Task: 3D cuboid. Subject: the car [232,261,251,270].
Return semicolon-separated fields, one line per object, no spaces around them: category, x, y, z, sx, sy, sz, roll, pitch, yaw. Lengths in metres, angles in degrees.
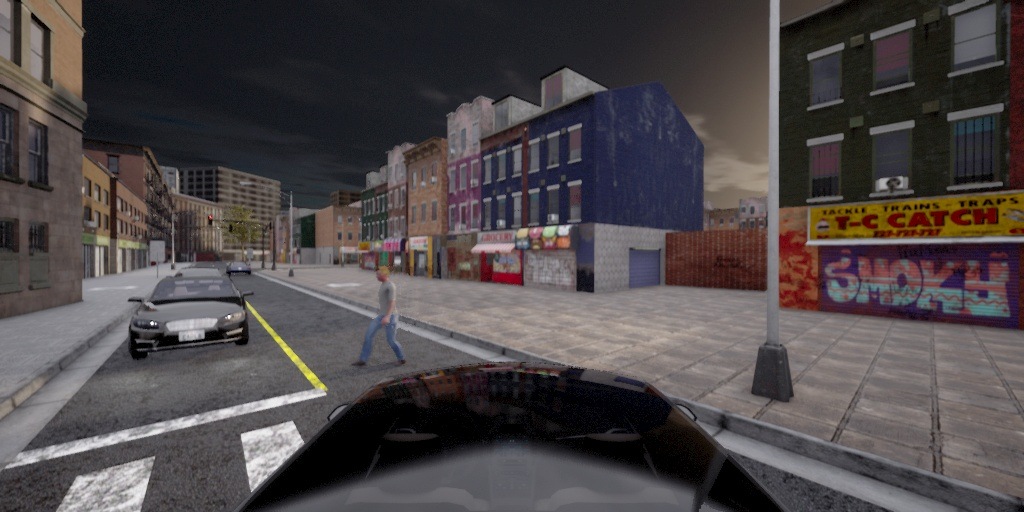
car;-29.095;1.261;38.157;1.994;1.385;4.181;0;0;-40

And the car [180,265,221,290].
car;-20.310;1.314;23.449;1.895;1.301;4.718;0;0;-41

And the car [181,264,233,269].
car;-13.711;1.202;15.752;1.882;1.535;5.008;0;0;-41

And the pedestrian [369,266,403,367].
pedestrian;-2.213;1.036;6.289;0.375;1.860;0.375;0;0;-41

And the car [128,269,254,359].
car;-7.579;1.228;8.635;2.128;1.511;4.902;0;0;-39
